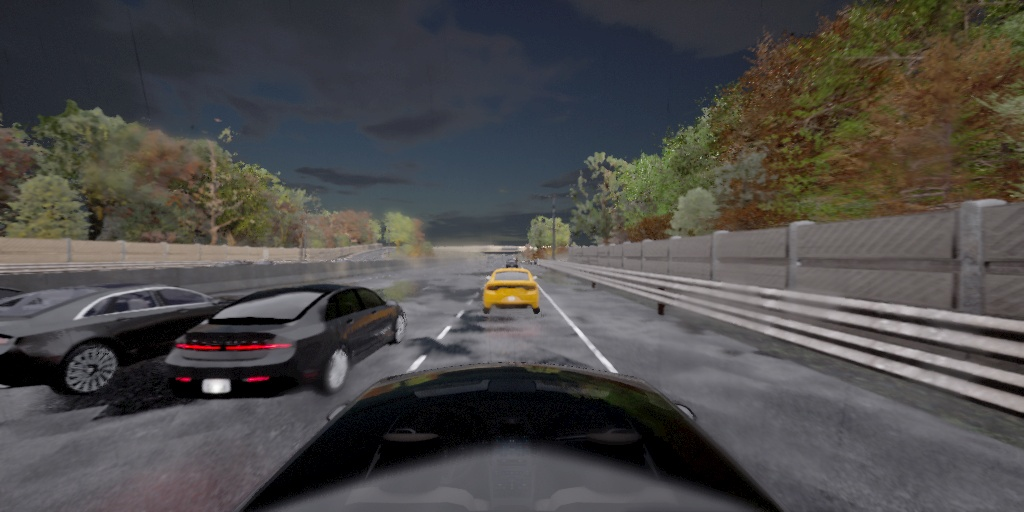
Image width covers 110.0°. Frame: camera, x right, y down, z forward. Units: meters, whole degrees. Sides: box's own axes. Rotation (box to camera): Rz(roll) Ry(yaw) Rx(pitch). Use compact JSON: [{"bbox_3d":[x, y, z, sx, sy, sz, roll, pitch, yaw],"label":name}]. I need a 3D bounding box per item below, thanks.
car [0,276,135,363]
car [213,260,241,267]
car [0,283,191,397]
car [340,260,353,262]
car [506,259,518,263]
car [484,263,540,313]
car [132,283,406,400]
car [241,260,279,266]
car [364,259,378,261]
[{"bbox_3d":[-10.403,1.245,6.581,1.837,1.490,4.892,0,0,0],"label":"car"},{"bbox_3d":[-31.551,1.210,40.787,2.128,1.511,4.902,0,0,1],"label":"car"},{"bbox_3d":[-6.901,1.232,6.525,2.128,1.511,4.902,0,0,0],"label":"car"},{"bbox_3d":[-24.554,1.274,52.388,2.033,1.411,5.357,0,0,1],"label":"car"},{"bbox_3d":[-0.021,1.257,56.618,1.812,1.442,4.674,0,0,0],"label":"car"},{"bbox_3d":[-0.007,1.210,13.955,1.882,1.535,5.008,0,0,0],"label":"car"},{"bbox_3d":[-3.404,1.246,6.555,1.837,1.490,4.892,0,0,0],"label":"car"},{"bbox_3d":[-28.035,1.282,40.856,1.994,1.385,4.181,0,0,1],"label":"car"},{"bbox_3d":[-21.063,1.221,53.211,2.128,1.511,4.902,0,0,1],"label":"car"}]
